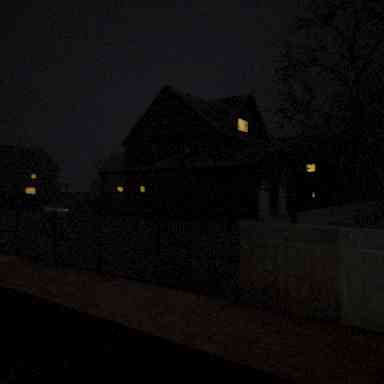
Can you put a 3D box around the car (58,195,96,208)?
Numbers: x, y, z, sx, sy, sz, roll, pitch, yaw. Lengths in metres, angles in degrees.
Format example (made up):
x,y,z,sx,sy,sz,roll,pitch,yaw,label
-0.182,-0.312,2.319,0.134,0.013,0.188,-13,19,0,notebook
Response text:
x,y,z,sx,sy,sz,roll,pitch,yaw,label
-12.179,1.069,37.300,2.033,1.411,5.357,1,2,35,car
